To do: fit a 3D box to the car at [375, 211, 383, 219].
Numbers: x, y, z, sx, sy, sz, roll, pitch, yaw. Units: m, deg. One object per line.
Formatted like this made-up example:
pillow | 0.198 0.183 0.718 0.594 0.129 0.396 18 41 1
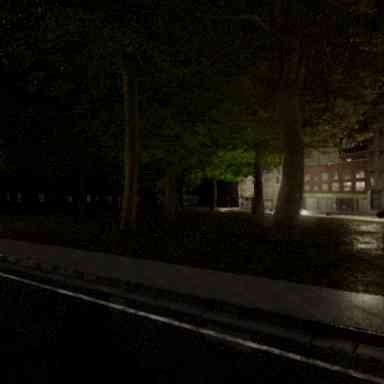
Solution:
car | 23.347 2.463 38.219 1.812 1.442 4.674 0 -1 -12
